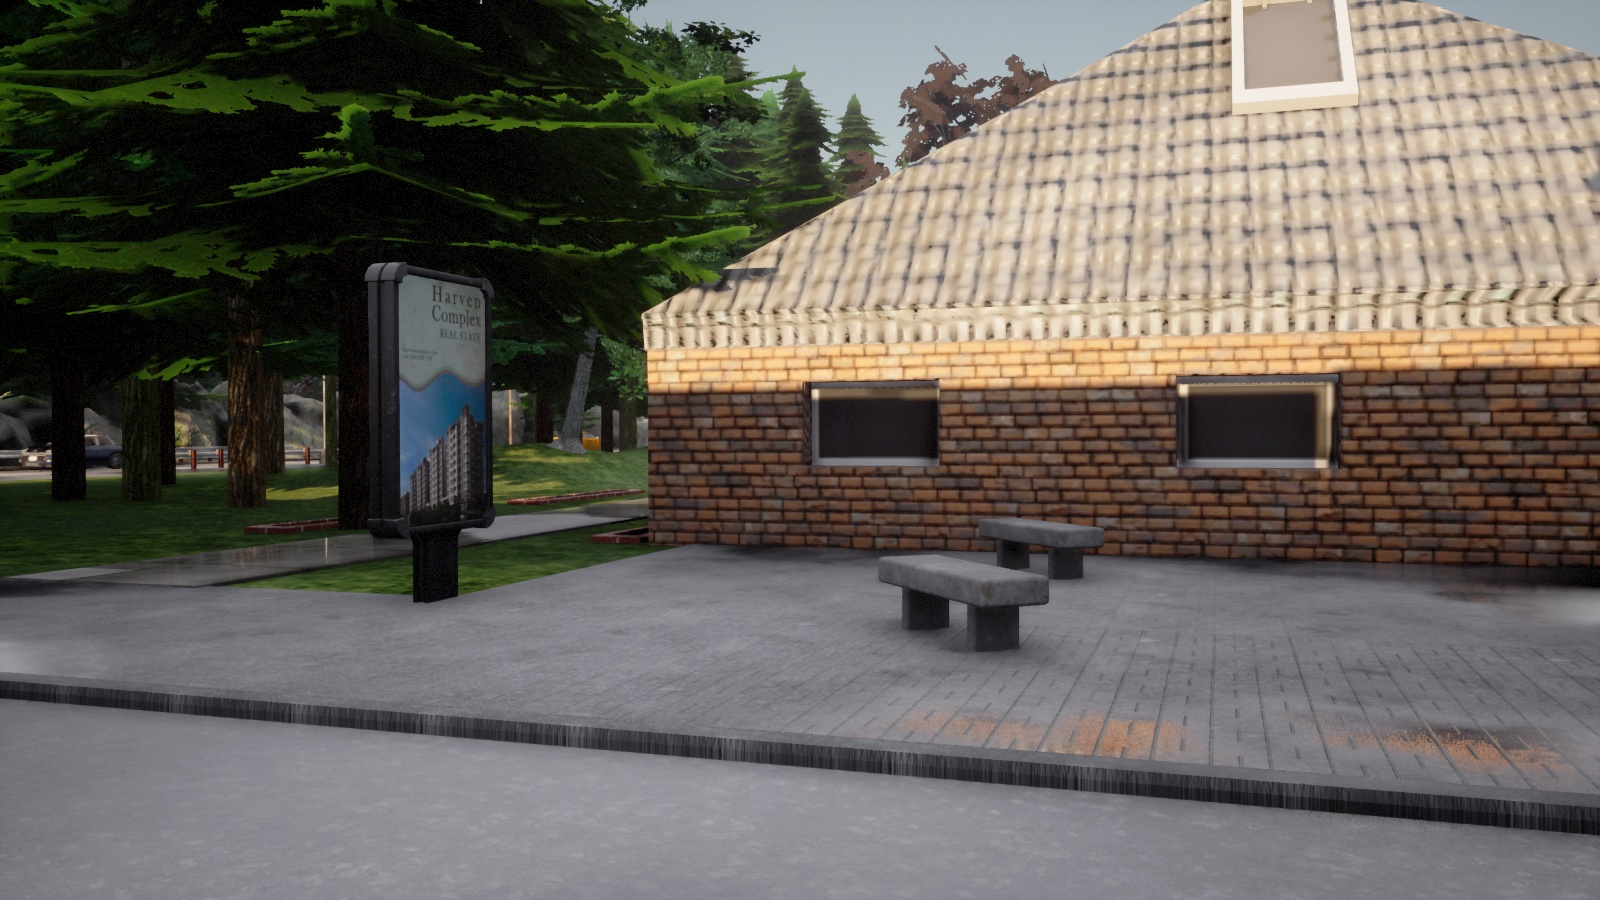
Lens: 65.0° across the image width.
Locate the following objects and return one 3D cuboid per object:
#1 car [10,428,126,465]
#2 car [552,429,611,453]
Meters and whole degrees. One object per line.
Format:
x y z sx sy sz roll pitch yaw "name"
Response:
-30.359 -0.158 52.229 1.970 1.475 3.806 1 1 18 "car"
-14.916 -0.629 85.981 1.882 1.535 5.008 1 1 18 "car"
